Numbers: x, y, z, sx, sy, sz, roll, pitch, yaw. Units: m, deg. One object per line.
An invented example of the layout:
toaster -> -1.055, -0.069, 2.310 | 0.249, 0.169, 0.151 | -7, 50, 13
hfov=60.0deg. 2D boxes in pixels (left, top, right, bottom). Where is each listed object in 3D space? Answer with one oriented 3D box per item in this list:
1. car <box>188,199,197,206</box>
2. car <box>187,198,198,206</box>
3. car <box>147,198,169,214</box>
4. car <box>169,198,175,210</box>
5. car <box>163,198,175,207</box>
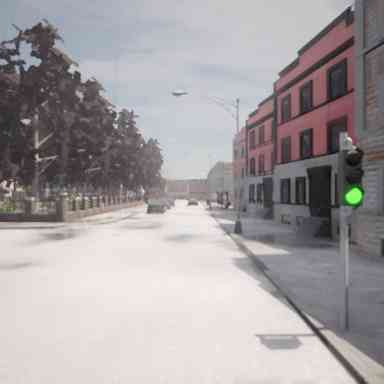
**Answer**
car -> 0.069, 2.193, 72.968 | 2.033, 1.411, 5.357 | 0, 0, 0
car -> 0.158, 1.920, 62.836 | 1.812, 1.442, 4.674 | 0, 0, 0
car -> -4.069, 1.722, 38.868 | 1.882, 1.535, 5.008 | 0, 0, 0
car -> -4.060, 1.854, 48.767 | 2.033, 1.411, 5.357 | 0, 0, 0
car -> -4.023, 1.876, 59.166 | 1.837, 1.490, 4.892 | 0, 0, 0
